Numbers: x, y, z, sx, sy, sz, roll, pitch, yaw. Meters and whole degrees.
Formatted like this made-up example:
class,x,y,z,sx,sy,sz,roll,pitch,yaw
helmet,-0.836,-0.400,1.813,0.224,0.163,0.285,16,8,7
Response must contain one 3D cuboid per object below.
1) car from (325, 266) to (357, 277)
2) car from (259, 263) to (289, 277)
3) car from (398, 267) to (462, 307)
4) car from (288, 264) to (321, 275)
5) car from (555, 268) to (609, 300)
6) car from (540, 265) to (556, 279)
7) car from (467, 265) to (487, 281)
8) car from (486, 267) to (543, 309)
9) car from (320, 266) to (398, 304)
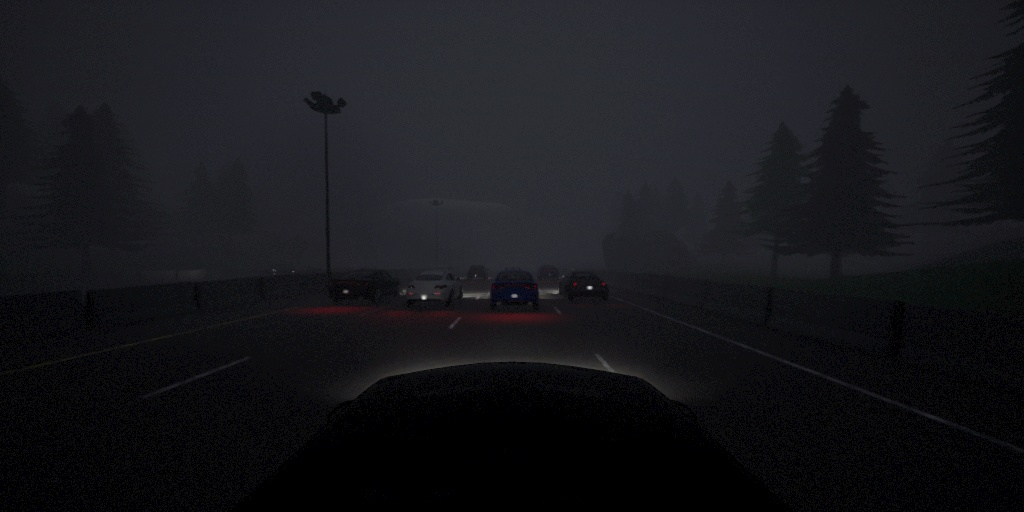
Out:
class,x,y,z,sx,sy,sz,roll,pitch,yaw
car,-21.087,1.887,44.413,1.994,1.385,4.181,0,-1,0
car,-28.083,1.646,43.140,2.097,1.767,4.553,0,-1,0
car,-3.404,1.388,16.179,1.812,1.442,4.674,0,-1,0
car,-24.590,1.907,43.661,1.895,1.301,4.718,0,-1,0
car,3.594,1.453,18.570,1.994,1.385,4.181,0,-1,0
car,3.589,1.639,36.416,1.882,1.535,5.008,0,-1,0
car,-3.411,1.659,36.090,1.837,1.490,4.892,0,-1,0
car,0.095,1.334,15.572,1.882,1.535,5.008,0,-1,0
car,-6.905,1.353,17.364,1.882,1.535,5.008,0,-1,0
